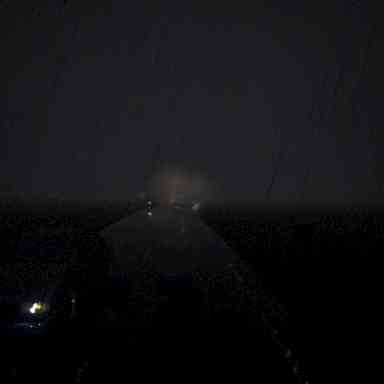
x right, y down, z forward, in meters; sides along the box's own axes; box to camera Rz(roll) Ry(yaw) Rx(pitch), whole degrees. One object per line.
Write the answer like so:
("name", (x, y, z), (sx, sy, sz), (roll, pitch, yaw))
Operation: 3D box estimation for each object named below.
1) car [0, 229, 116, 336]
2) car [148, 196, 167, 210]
("car", (-2.990, 1.552, 7.238), (2.033, 1.411, 5.357), (0, 0, -1))
("car", (-4.398, 1.360, 42.528), (2.097, 1.767, 4.553), (0, 0, 0))
